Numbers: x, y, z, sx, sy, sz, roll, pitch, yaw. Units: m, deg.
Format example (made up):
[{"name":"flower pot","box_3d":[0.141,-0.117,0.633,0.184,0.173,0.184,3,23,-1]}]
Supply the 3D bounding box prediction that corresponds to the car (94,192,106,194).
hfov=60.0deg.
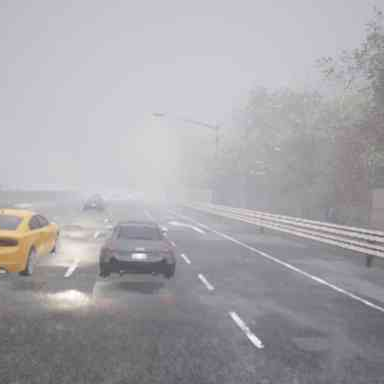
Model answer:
[{"name":"car","box_3d":[-21.664,0.708,76.551,1.882,1.535,5.008,4,0,-11]}]

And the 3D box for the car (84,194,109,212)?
[{"name":"car","box_3d":[-9.881,1.205,34.108,1.994,1.385,4.181,4,0,-11]}]

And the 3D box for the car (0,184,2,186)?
[{"name":"car","box_3d":[-31.013,-0.336,51.367,2.150,2.045,5.566,4,0,-11]}]

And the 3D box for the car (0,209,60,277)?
[{"name":"car","box_3d":[-5.076,1.226,9.372,1.882,1.535,5.008,4,0,-11]}]

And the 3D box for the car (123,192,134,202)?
[{"name":"car","box_3d":[-12.935,1.252,68.211,1.812,1.442,4.674,4,0,-11]}]

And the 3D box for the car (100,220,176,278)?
[{"name":"car","box_3d":[-1.676,1.539,10.147,1.994,1.385,4.181,4,0,-11]}]

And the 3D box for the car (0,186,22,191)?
[{"name":"car","box_3d":[-27.515,0.193,51.580,2.033,1.411,5.357,4,0,-10]}]
